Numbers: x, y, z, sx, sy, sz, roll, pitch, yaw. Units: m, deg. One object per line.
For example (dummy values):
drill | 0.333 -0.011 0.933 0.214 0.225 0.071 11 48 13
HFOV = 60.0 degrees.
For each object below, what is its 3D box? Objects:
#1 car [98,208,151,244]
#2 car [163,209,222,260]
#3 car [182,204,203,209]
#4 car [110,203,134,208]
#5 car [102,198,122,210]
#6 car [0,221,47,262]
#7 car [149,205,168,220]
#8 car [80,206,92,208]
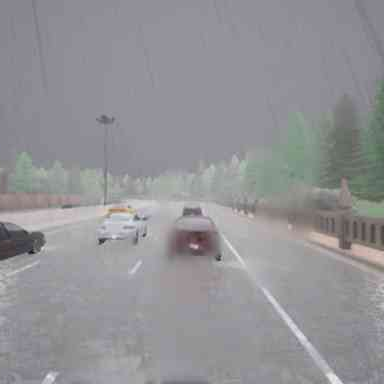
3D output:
car | -3.443 1.756 16.968 1.812 1.442 4.674 0 -1 0
car | 0.077 1.655 13.255 1.882 1.535 5.008 0 -1 0
car | 0.041 1.920 33.178 1.882 1.535 5.008 0 -1 0
car | -6.959 1.926 33.175 1.882 1.535 5.008 0 -1 0
car | -14.132 2.020 59.012 2.150 2.045 5.566 0 -1 0
car | -6.918 1.705 11.274 2.033 1.411 5.357 0 -1 0
car | -3.471 1.964 32.604 1.812 1.442 4.674 0 -1 0
car | -17.628 2.022 58.940 2.150 2.045 5.566 0 -1 0
